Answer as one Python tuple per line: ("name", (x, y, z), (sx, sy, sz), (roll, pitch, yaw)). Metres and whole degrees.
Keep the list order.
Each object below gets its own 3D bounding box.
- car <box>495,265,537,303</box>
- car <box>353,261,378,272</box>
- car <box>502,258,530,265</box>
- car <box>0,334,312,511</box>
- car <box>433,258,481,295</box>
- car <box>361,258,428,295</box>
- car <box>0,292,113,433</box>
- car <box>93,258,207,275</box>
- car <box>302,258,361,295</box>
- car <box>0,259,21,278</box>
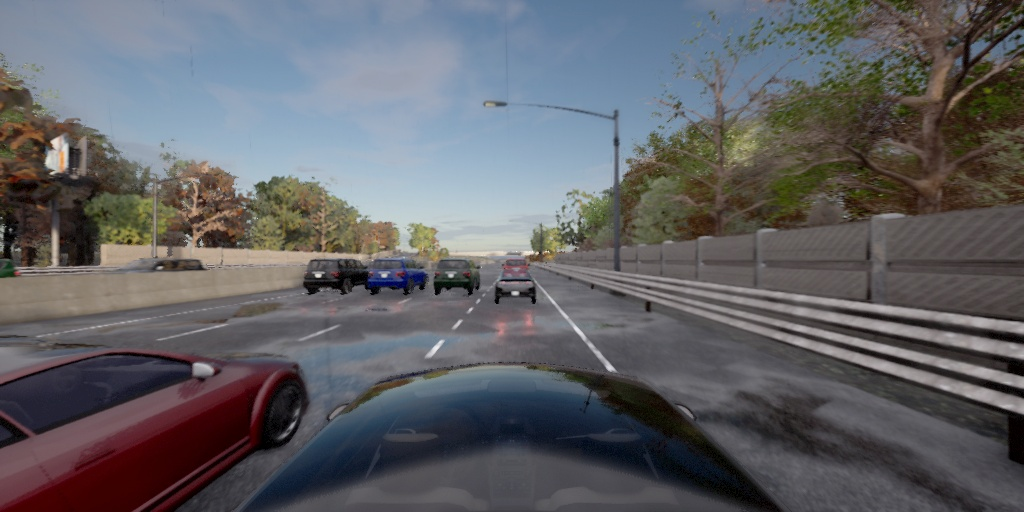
("car", (0.172, 1.382, 17.580), (2.128, 1.511, 4.902), (0, -1, 1))
("car", (-23.840, 1.653, 58.599), (2.097, 1.767, 4.553), (0, -1, 1))
("car", (0.331, 1.226, 30.279), (2.150, 2.045, 5.566), (0, -1, 1))
("car", (-3.410, 1.323, 2.595), (1.994, 1.385, 4.181), (0, -1, 1))
("car", (-3.178, 1.148, 21.545), (2.150, 2.045, 5.566), (0, -1, 1))
("car", (-6.681, 1.149, 21.527), (2.150, 2.045, 5.566), (0, -1, 1))
("car", (-6.911, 1.253, 2.783), (2.128, 1.511, 4.902), (0, -1, 1))
("car", (-20.881, 1.149, 20.998), (2.150, 2.045, 5.566), (0, -1, 1))
("car", (-10.181, 1.151, 21.582), (2.150, 2.045, 5.566), (0, -1, 1))
("car", (-27.930, 1.120, 17.228), (2.150, 2.045, 5.566), (0, -1, 1))
